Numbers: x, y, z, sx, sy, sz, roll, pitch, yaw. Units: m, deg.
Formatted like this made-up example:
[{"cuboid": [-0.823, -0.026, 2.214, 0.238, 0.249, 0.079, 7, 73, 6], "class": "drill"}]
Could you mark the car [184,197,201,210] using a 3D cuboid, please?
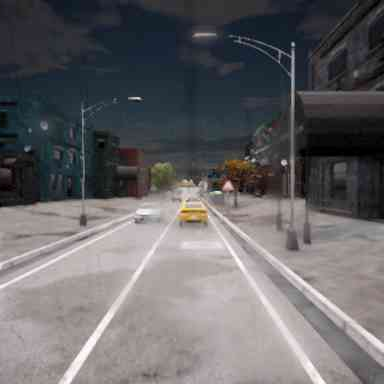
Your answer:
[{"cuboid": [0.089, 1.440, 41.934, 1.994, 1.385, 4.181, -1, 1, 0], "class": "car"}]

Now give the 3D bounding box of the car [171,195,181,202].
[{"cuboid": [-3.007, 1.289, 65.098, 1.812, 1.442, 4.674, 0, 0, 0], "class": "car"}]

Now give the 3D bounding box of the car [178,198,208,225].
[{"cuboid": [0.102, 1.444, 23.573, 1.882, 1.535, 5.008, 0, 0, 0], "class": "car"}]

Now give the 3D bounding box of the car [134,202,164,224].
[{"cuboid": [-3.095, 1.489, 24.649, 1.812, 1.442, 4.674, 0, 0, 0], "class": "car"}]
